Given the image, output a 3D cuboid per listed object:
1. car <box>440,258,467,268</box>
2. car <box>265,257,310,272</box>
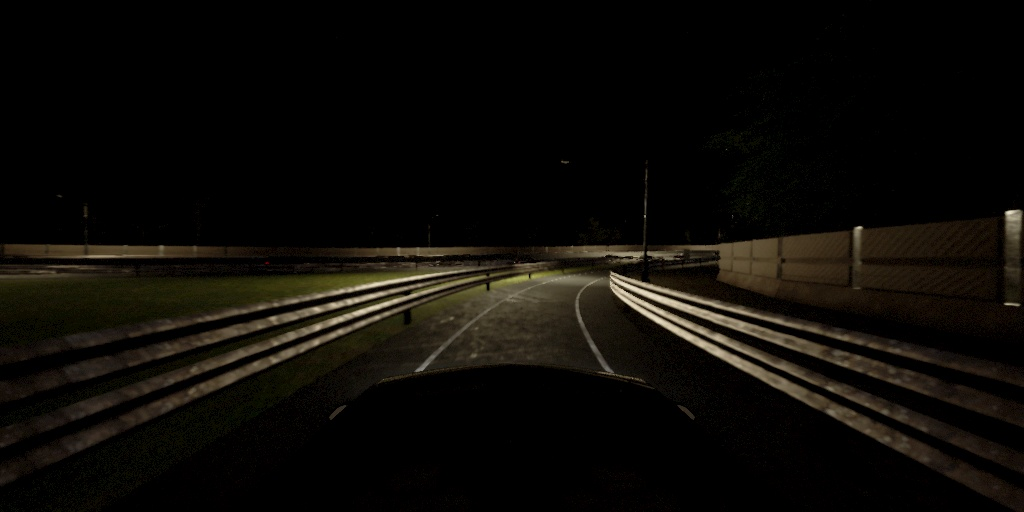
[{"bbox_3d":[-10.142,1.101,62.183,4.553,1.767,2.097,-1,2,-28],"label":"car"},{"bbox_3d":[-31.575,1.123,50.697,5.566,2.045,2.150,0,2,-28],"label":"car"}]
